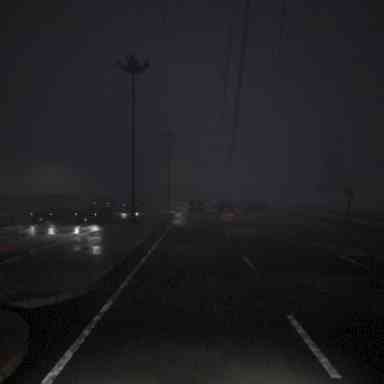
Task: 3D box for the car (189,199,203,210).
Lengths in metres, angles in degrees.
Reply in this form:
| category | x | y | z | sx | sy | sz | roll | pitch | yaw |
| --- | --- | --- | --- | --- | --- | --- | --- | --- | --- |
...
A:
| category | x | y | z | sx | sy | sz | roll | pitch | yaw |
| --- | --- | --- | --- | --- | --- | --- | --- | --- | --- |
| car | 0.587 | 1.837 | 49.690 | 1.994 | 1.385 | 4.181 | 0 | 0 | 1 |

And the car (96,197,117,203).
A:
| category | x | y | z | sx | sy | sz | roll | pitch | yaw |
| --- | --- | --- | --- | --- | --- | --- | --- | --- | --- |
| car | -10.997 | 1.307 | 42.596 | 2.097 | 1.767 | 4.553 | 0 | 0 | 1 |

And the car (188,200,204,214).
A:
| category | x | y | z | sx | sy | sz | roll | pitch | yaw |
| --- | --- | --- | --- | --- | --- | --- | --- | --- | --- |
| car | 0.474 | 1.764 | 39.341 | 2.033 | 1.411 | 5.357 | 0 | 0 | 1 |

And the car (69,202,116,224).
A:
| category | x | y | z | sx | sy | sz | roll | pitch | yaw |
| --- | --- | --- | --- | --- | --- | --- | --- | --- | --- |
| car | -7.736 | 1.747 | 26.531 | 1.895 | 1.301 | 4.718 | 0 | 0 | 1 |

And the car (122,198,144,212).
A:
| category | x | y | z | sx | sy | sz | roll | pitch | yaw |
| --- | --- | --- | --- | --- | --- | --- | --- | --- | --- |
| car | -7.498 | 1.596 | 42.550 | 2.097 | 1.767 | 4.553 | 0 | 0 | 1 |

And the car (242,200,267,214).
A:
| category | x | y | z | sx | sy | sz | roll | pitch | yaw |
| --- | --- | --- | --- | --- | --- | --- | --- | --- | --- |
| car | 7.466 | 1.692 | 38.932 | 1.882 | 1.535 | 5.008 | 0 | 0 | 1 |

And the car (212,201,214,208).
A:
| category | x | y | z | sx | sy | sz | roll | pitch | yaw |
| --- | --- | --- | --- | --- | --- | --- | --- | --- | --- |
| car | 4.094 | 1.765 | 49.877 | 2.128 | 1.511 | 4.902 | 0 | 0 | 1 |

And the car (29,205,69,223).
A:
| category | x | y | z | sx | sy | sz | roll | pitch | yaw |
| --- | --- | --- | --- | --- | --- | --- | --- | --- | --- |
| car | -11.225 | 1.750 | 27.017 | 1.895 | 1.301 | 4.718 | 0 | 0 | 1 |

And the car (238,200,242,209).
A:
| category | x | y | z | sx | sy | sz | roll | pitch | yaw |
| --- | --- | --- | --- | --- | --- | --- | --- | --- | --- |
| car | 7.582 | 1.835 | 49.417 | 1.994 | 1.385 | 4.181 | 0 | 0 | 1 |

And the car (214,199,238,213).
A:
| category | x | y | z | sx | sy | sz | roll | pitch | yaw |
| --- | --- | --- | --- | --- | --- | --- | --- | --- | --- |
| car | 3.980 | 1.722 | 39.550 | 1.837 | 1.490 | 4.892 | 0 | 0 | 1 |
